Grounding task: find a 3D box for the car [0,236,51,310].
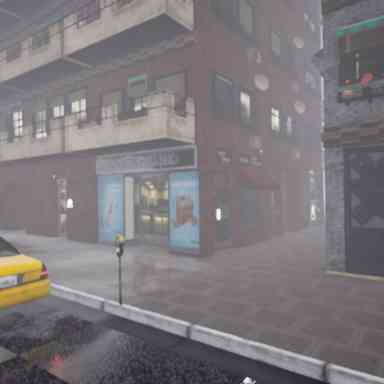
[{"bbox_3d":[-5.089,1.427,6.887,5.366,1.575,1.801,0,0,36],"label":"car"}]
